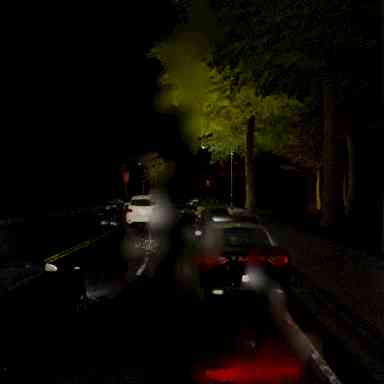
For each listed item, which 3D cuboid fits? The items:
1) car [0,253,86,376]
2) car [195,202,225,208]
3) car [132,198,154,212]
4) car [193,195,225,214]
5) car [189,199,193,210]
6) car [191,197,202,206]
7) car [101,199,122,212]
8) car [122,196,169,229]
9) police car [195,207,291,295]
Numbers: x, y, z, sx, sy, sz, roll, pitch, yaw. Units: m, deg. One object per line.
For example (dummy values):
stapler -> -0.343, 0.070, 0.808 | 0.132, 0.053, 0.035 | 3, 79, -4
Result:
car -> -3.066, 1.570, 4.822 | 1.994, 1.385, 4.181 | 0, 0, 1
car -> 1.245, 1.532, 18.753 | 1.837, 1.490, 4.892 | 0, 0, 1
car -> -6.025, 1.557, 41.610 | 1.882, 1.535, 5.008 | 0, 0, 1
car -> 1.326, 1.264, 24.783 | 2.150, 2.045, 5.566 | 0, 0, 1
car -> 0.637, 1.648, 44.292 | 1.994, 1.385, 4.181 | 0, 0, 1
car -> 0.834, 1.681, 61.042 | 2.033, 1.411, 5.357 | 0, 0, 1
car -> -9.308, 1.566, 39.188 | 2.128, 1.511, 4.902 | 0, 0, 1
car -> -2.833, 1.260, 22.255 | 2.150, 2.045, 5.566 | 0, 0, 1
police car -> 1.113, 1.435, 8.863 | 1.930, 1.638, 5.238 | 0, 0, 1
